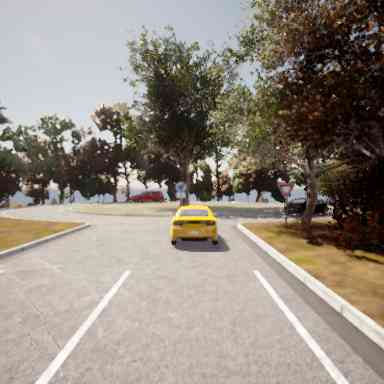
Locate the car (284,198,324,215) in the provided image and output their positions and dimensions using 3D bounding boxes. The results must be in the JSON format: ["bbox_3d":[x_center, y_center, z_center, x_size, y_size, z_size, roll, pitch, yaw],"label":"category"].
[{"bbox_3d":[10.107,1.272,29.246,5.008,1.535,1.882,0,1,-42],"label":"car"}]

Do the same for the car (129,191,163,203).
[{"bbox_3d":[-7.518,0.835,55.149,5.566,2.045,2.150,0,0,-19],"label":"car"}]

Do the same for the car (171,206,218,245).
[{"bbox_3d":[0.120,1.371,15.091,1.882,1.535,5.008,0,0,1],"label":"car"}]
